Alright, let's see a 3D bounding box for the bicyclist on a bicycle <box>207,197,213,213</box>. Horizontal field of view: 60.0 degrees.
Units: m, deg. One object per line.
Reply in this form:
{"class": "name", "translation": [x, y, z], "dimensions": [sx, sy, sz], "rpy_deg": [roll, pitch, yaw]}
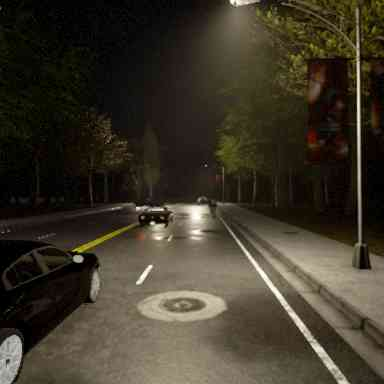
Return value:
{"class": "bicyclist on a bicycle", "translation": [2.087, 1.500, 38.004], "dimensions": [0.659, 1.776, 1.843], "rpy_deg": [0, 0, 2]}

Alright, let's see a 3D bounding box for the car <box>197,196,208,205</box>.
{"class": "car", "translation": [2.063, 1.787, 63.271], "dimensions": [1.812, 1.442, 4.674], "rpy_deg": [0, 0, 2]}

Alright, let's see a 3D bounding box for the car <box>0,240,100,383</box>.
{"class": "car", "translation": [-2.947, 1.493, 5.199], "dimensions": [1.882, 1.535, 5.008], "rpy_deg": [0, 0, 2]}

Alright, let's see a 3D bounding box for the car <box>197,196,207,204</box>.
{"class": "car", "translation": [2.280, 1.688, 73.928], "dimensions": [2.097, 1.767, 4.553], "rpy_deg": [0, 0, 2]}

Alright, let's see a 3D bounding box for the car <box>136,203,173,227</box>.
{"class": "car", "translation": [-2.403, 1.674, 23.255], "dimensions": [1.895, 1.301, 4.718], "rpy_deg": [0, 0, 2]}

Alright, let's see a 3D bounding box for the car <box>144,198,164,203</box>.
{"class": "car", "translation": [-5.122, 1.653, 47.376], "dimensions": [1.882, 1.535, 5.008], "rpy_deg": [0, 0, 2]}

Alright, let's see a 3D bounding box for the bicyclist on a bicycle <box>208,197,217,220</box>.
{"class": "bicyclist on a bicycle", "translation": [1.782, 1.460, 27.892], "dimensions": [0.659, 1.776, 1.843], "rpy_deg": [0, 0, 2]}

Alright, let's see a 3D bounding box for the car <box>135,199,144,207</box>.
{"class": "car", "translation": [-8.125, 1.783, 55.228], "dimensions": [1.994, 1.385, 4.181], "rpy_deg": [0, 0, 2]}
